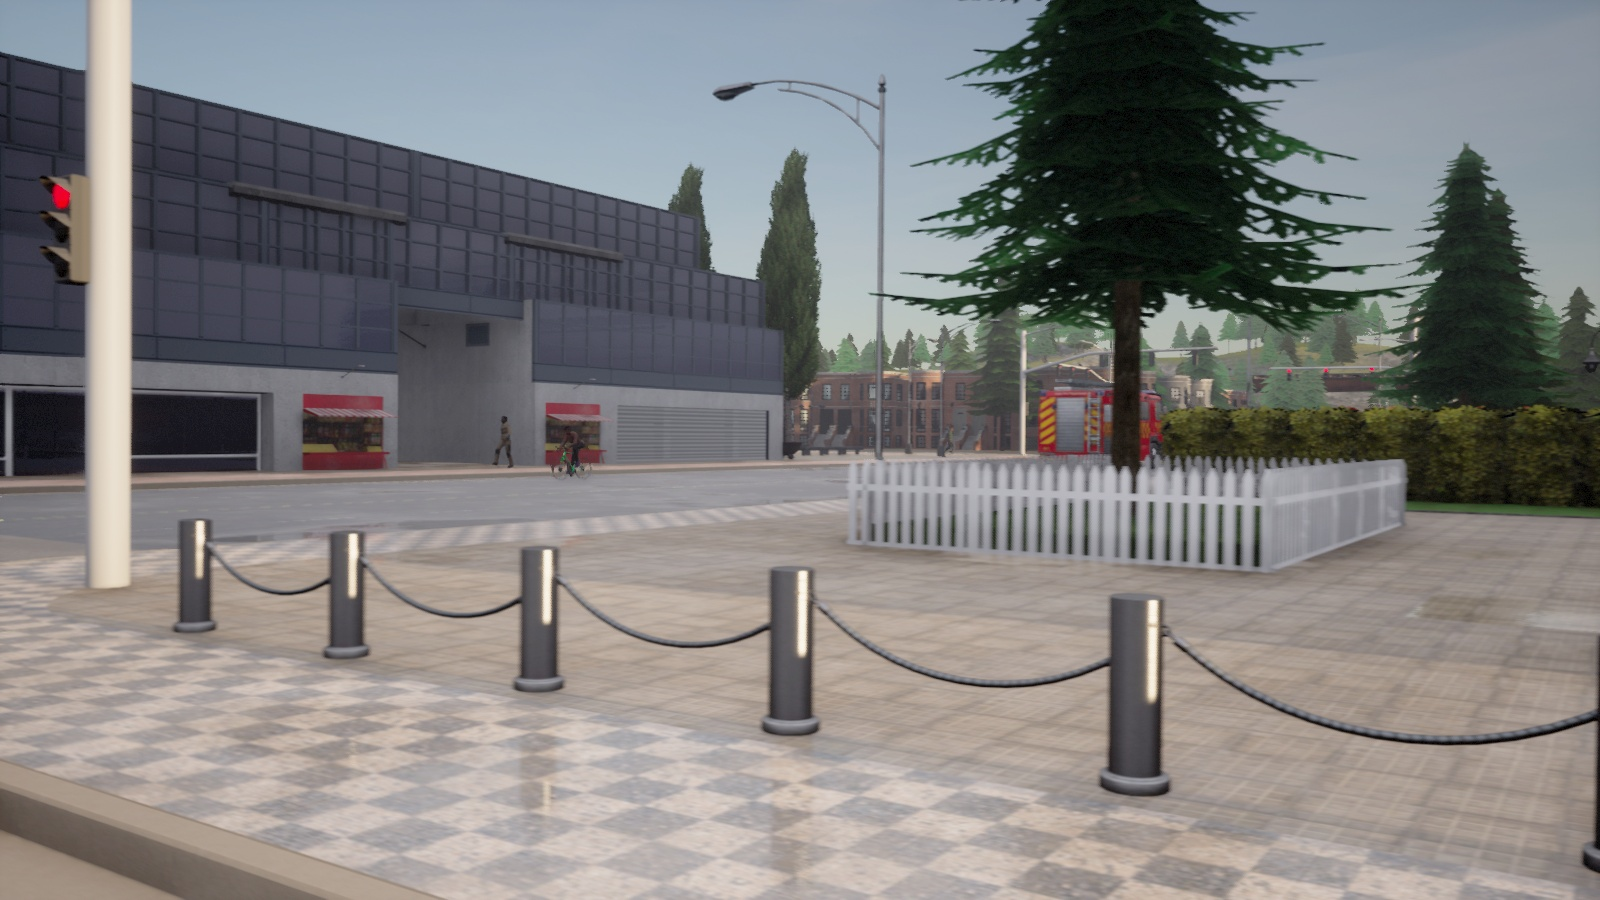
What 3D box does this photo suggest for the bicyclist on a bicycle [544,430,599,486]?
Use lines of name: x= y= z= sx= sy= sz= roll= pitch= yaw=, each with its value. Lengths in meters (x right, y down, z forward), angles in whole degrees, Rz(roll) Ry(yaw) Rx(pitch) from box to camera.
bicyclist on a bicycle: x=-6.799 y=0.235 z=37.424 sx=0.582 sy=1.620 sz=1.656 roll=0 pitch=1 yaw=34

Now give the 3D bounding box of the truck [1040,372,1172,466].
truck: x=13.632 y=-1.313 z=55.392 sx=2.891 sy=3.827 sz=8.468 roll=0 pitch=1 yaw=34

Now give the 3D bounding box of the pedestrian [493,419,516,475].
pedestrian: x=-10.237 y=-0.111 z=43.532 sx=0.396 sy=1.930 sz=0.692 roll=0 pitch=1 yaw=34
